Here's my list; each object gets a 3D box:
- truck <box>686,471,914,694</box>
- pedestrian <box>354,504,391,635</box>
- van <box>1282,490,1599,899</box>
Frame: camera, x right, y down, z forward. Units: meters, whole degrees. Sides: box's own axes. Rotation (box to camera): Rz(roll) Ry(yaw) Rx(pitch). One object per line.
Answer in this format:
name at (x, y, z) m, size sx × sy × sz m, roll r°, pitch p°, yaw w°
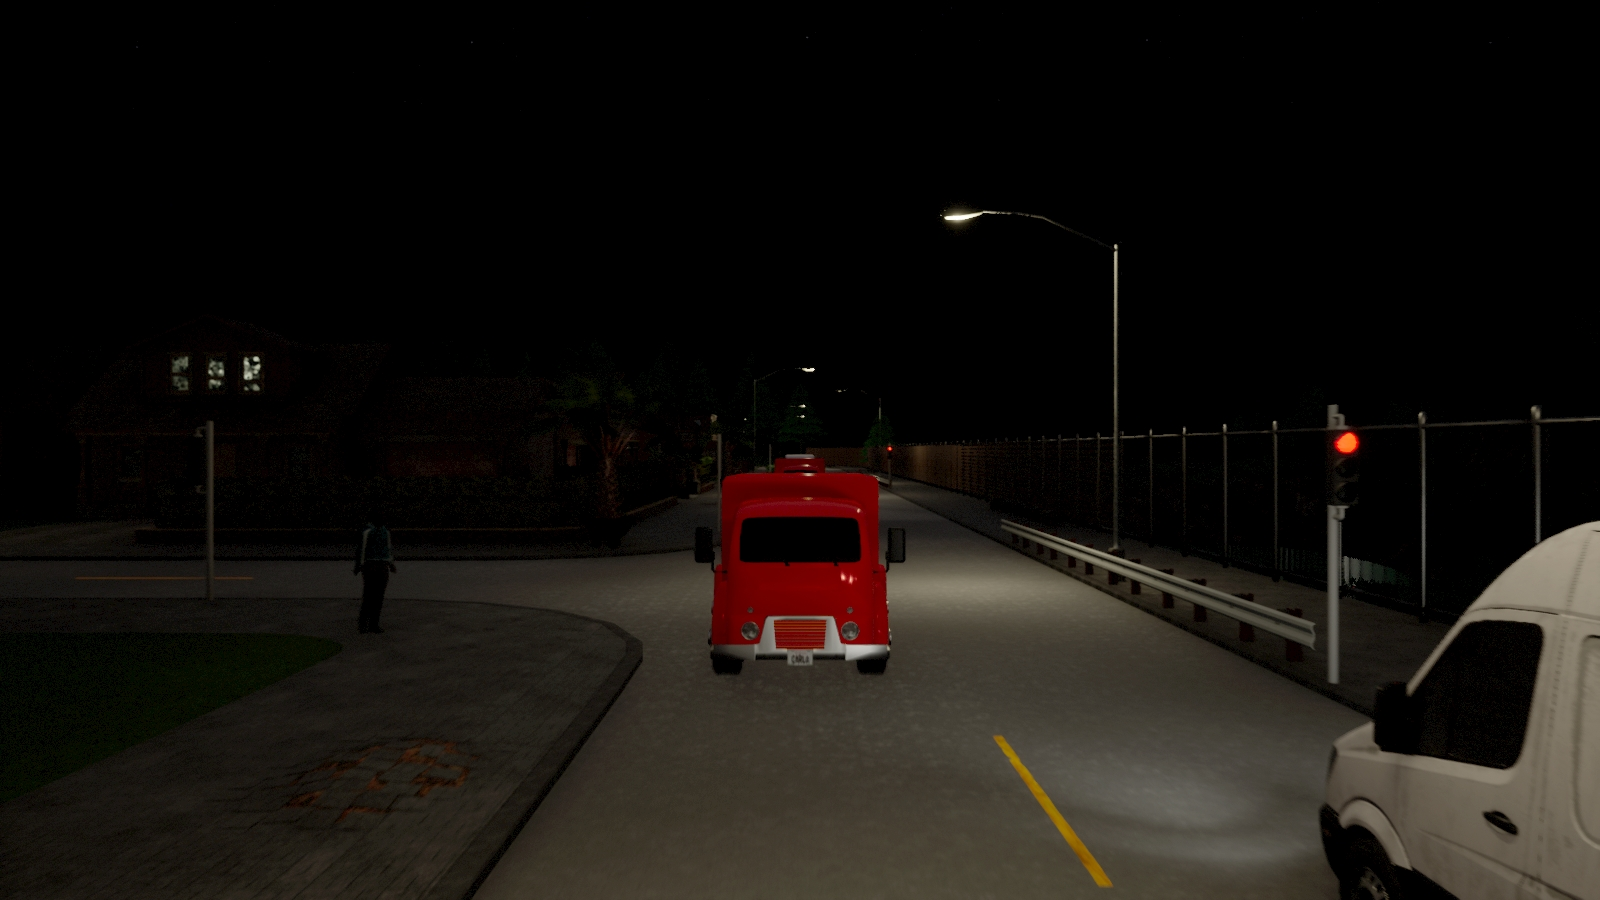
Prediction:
truck at (0.001, 1.568, 15.740) m, size 2.627 × 2.467 × 5.204 m, roll 0°, pitch 0°, yaw 0°
pedestrian at (-6.263, 1.737, 16.736) m, size 0.375 × 1.860 × 0.375 m, roll 0°, pitch 0°, yaw 39°
van at (3.997, 1.535, 4.162) m, size 1.988 × 2.561 × 5.915 m, roll 0°, pitch 0°, yaw 0°
